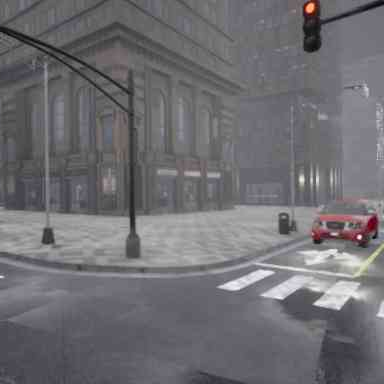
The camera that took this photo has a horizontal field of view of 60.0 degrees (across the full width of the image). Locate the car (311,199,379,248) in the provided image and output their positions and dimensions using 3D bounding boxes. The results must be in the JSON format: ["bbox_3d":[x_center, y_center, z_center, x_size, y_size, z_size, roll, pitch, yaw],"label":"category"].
[{"bbox_3d":[7.420,1.364,15.848,2.150,2.045,5.566,-1,0,36],"label":"car"}]
